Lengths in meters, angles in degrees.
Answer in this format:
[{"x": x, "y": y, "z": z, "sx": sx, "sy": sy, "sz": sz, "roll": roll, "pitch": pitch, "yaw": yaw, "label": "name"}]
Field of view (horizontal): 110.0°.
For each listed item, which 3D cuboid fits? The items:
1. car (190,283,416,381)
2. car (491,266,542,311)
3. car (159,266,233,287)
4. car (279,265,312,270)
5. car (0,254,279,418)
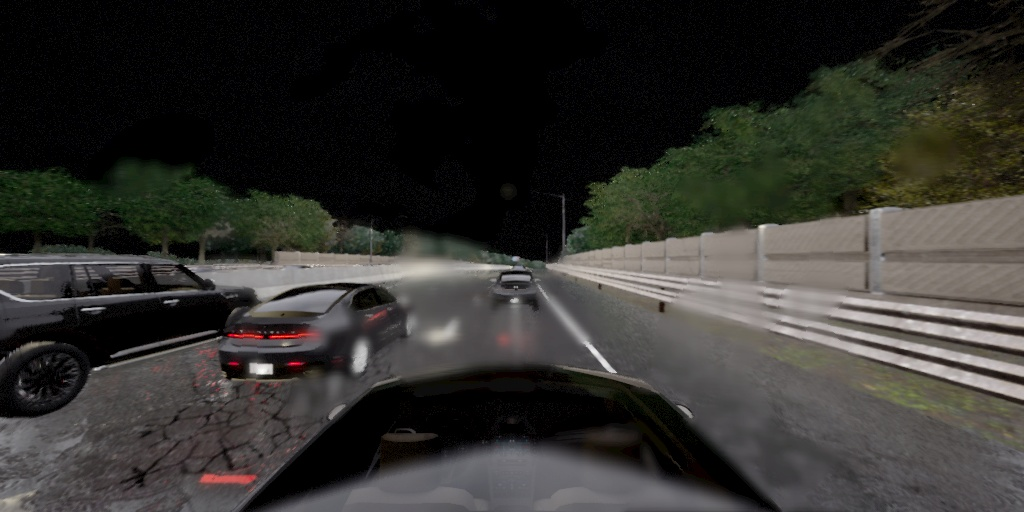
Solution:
[{"x": -3.382, "y": 1.292, "z": 7.285, "sx": 1.837, "sy": 1.490, "sz": 4.892, "roll": 0, "pitch": 0, "yaw": 0, "label": "car"}, {"x": 0.177, "y": 1.365, "z": 15.132, "sx": 1.837, "sy": 1.490, "sz": 4.892, "roll": 0, "pitch": 0, "yaw": 1, "label": "car"}, {"x": -24.296, "y": 1.534, "z": 27.841, "sx": 1.994, "sy": 1.385, "sz": 4.181, "roll": 0, "pitch": -1, "yaw": 1, "label": "car"}, {"x": -17.286, "y": 1.461, "z": 28.366, "sx": 1.882, "sy": 1.535, "sz": 5.008, "roll": 0, "pitch": -1, "yaw": 1, "label": "car"}, {"x": -6.900, "y": 0.995, "z": 6.071, "sx": 2.150, "sy": 2.045, "sz": 5.566, "roll": 0, "pitch": 0, "yaw": 0, "label": "car"}]
